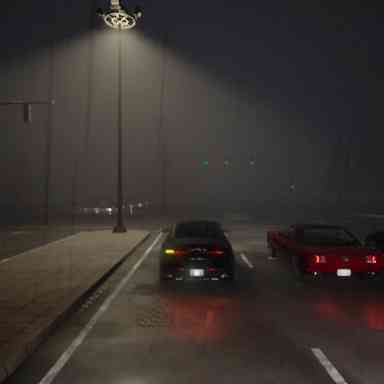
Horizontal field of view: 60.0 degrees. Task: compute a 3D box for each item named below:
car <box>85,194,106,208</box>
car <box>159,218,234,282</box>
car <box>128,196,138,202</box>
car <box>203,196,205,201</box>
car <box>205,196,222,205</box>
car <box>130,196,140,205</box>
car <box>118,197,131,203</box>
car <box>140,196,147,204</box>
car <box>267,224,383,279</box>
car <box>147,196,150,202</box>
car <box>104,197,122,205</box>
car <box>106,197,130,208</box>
[{"bbox_3d":[-14.822,1.332,51.761,2.150,2.045,5.566,0,0,0],"label":"car"},{"bbox_3d":[0.127,1.528,9.827,1.837,1.490,4.892,0,0,1],"label":"car"},{"bbox_3d":[-14.555,1.693,82.160,1.812,1.442,4.674,0,0,1],"label":"car"},{"bbox_3d":[4.219,1.725,93.796,1.812,1.442,4.674,0,0,2],"label":"car"},{"bbox_3d":[3.918,1.610,61.979,1.882,1.535,5.008,0,0,0],"label":"car"},{"bbox_3d":[-11.258,1.634,60.225,1.837,1.490,4.892,0,0,1],"label":"car"},{"bbox_3d":[-14.625,1.706,71.956,1.994,1.385,4.181,0,0,0],"label":"car"},{"bbox_3d":[-11.140,1.743,69.198,1.895,1.301,4.718,0,0,0],"label":"car"},{"bbox_3d":[3.631,1.623,10.108,1.895,1.301,4.718,0,0,0],"label":"car"},{"bbox_3d":[-11.084,1.721,79.049,1.994,1.385,4.181,0,0,0],"label":"car"},{"bbox_3d":[-14.726,1.680,62.009,2.033,1.411,5.357,0,0,1],"label":"car"},{"bbox_3d":[-11.329,1.710,51.214,1.895,1.301,4.718,0,0,0],"label":"car"}]
